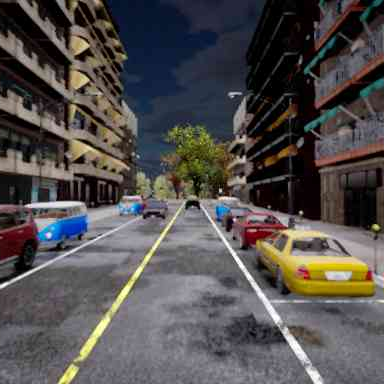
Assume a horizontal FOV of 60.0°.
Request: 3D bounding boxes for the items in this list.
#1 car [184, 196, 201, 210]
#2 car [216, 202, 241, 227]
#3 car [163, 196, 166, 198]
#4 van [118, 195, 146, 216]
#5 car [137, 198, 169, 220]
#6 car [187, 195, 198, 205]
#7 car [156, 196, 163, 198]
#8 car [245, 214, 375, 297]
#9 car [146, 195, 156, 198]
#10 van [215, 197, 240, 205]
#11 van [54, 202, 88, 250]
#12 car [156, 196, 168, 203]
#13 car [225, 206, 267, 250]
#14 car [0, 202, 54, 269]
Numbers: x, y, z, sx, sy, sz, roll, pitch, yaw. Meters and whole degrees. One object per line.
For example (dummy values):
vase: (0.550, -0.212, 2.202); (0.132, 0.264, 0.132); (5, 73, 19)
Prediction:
car: (0.099, 1.439, 42.411); (1.837, 1.490, 4.892); (0, 0, 0)
car: (2.709, 1.534, 19.611); (1.947, 1.339, 4.313); (1, 0, 0)
car: (-5.680, 1.472, 53.620); (2.008, 1.369, 4.403); (1, 0, 0)
van: (-5.676, 1.292, 30.972); (1.690, 1.788, 3.998); (1, 0, 0)
car: (-3.002, 1.501, 28.333); (2.033, 1.411, 5.357); (0, 0, 0)
car: (0.100, 1.395, 57.583); (1.882, 1.535, 5.008); (0, 0, 0)
car: (-5.680, 1.494, 47.958); (1.947, 1.339, 4.313); (1, 0, 0)
car: (2.703, 1.511, 8.458); (1.752, 1.417, 4.829); (1, 0, 0)
car: (-5.676, 1.258, 36.633); (2.192, 1.841, 5.009); (1, 0, 0)
van: (2.691, 1.300, 25.272); (1.690, 1.788, 3.998); (1, 0, 0)
van: (-5.675, 1.318, 13.987); (1.690, 1.788, 3.998); (1, 0, 0)
car: (-5.773, 1.460, 64.938); (2.008, 1.369, 4.403); (1, 0, 0)
car: (2.705, 1.522, 13.949); (1.887, 1.381, 4.507); (1, 0, 0)
car: (-5.675, 1.301, 8.326); (2.192, 1.841, 5.009); (1, 0, 0)
